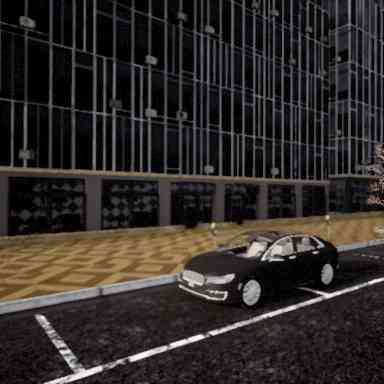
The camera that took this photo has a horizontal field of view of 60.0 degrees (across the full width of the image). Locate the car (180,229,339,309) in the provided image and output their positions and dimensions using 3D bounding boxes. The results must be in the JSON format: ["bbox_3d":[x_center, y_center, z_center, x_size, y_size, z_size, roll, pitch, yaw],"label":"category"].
[{"bbox_3d":[1.758,1.600,7.885,4.403,1.369,2.008,0,0,-36],"label":"car"}]
